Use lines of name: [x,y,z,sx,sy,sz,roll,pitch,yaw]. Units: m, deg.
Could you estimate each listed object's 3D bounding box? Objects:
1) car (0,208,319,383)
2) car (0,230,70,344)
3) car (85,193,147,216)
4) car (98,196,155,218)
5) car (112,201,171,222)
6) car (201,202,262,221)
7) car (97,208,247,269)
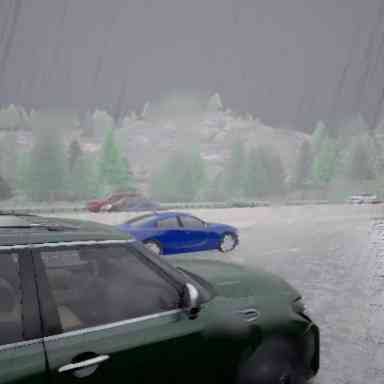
car: [-1.322,1.208,2.731,5.566,2.045,2.150,0,0,-36]
car: [-4.429,1.502,4.843,4.674,1.442,1.812,0,0,-36]
car: [-7.369,1.108,32.592,5.566,2.045,2.150,0,0,-32]
car: [-5.787,1.251,29.444,4.553,1.767,2.097,0,0,-32]
car: [-3.999,1.475,26.436,4.181,1.385,1.994,0,0,-32]
car: [3.236,1.524,26.840,4.718,1.301,1.895,0,0,-32]
car: [-0.579,1.440,11.758,5.008,1.535,1.882,0,0,-33]
